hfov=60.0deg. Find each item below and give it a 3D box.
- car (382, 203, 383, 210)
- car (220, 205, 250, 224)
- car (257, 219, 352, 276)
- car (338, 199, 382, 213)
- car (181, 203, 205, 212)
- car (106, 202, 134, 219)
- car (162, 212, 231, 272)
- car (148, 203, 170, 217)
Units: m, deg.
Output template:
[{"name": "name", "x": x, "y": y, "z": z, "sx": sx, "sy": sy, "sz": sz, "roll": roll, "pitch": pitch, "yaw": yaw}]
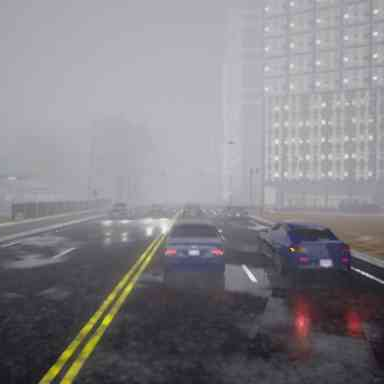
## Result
[{"name": "car", "x": 31.011, "y": 2.064, "z": 51.610, "sx": 4.403, "sy": 1.369, "sz": 2.008, "roll": 0, "pitch": 1, "yaw": 20}, {"name": "car", "x": 3.300, "y": 1.713, "z": 26.066, "sx": 2.033, "sy": 1.411, "sz": 5.357, "roll": 0, "pitch": 0, "yaw": 0}, {"name": "car", "x": 3.308, "y": 1.589, "z": 10.485, "sx": 1.812, "sy": 1.442, "sz": 4.674, "roll": 0, "pitch": 0, "yaw": 0}, {"name": "car", "x": 22.980, "y": 1.952, "z": 46.150, "sx": 5.009, "sy": 1.841, "sz": 2.192, "roll": 0, "pitch": 1, "yaw": 20}, {"name": "car", "x": 0.061, "y": 1.678, "z": 29.228, "sx": 2.128, "sy": 1.511, "sz": 4.902, "roll": 0, "pitch": 0, "yaw": 0}, {"name": "car", "x": -6.609, "y": 1.706, "z": 31.073, "sx": 1.837, "sy": 1.490, "sz": 4.892, "roll": 0, "pitch": -1, "yaw": 0}, {"name": "car", "x": 0.064, "y": 1.615, "z": 11.039, "sx": 2.033, "sy": 1.411, "sz": 5.357, "roll": 0, "pitch": 0, "yaw": 0}, {"name": "car", "x": -3.352, "y": 1.820, "z": 33.832, "sx": 1.895, "sy": 1.301, "sz": 4.718, "roll": 0, "pitch": 0, "yaw": 0}]
